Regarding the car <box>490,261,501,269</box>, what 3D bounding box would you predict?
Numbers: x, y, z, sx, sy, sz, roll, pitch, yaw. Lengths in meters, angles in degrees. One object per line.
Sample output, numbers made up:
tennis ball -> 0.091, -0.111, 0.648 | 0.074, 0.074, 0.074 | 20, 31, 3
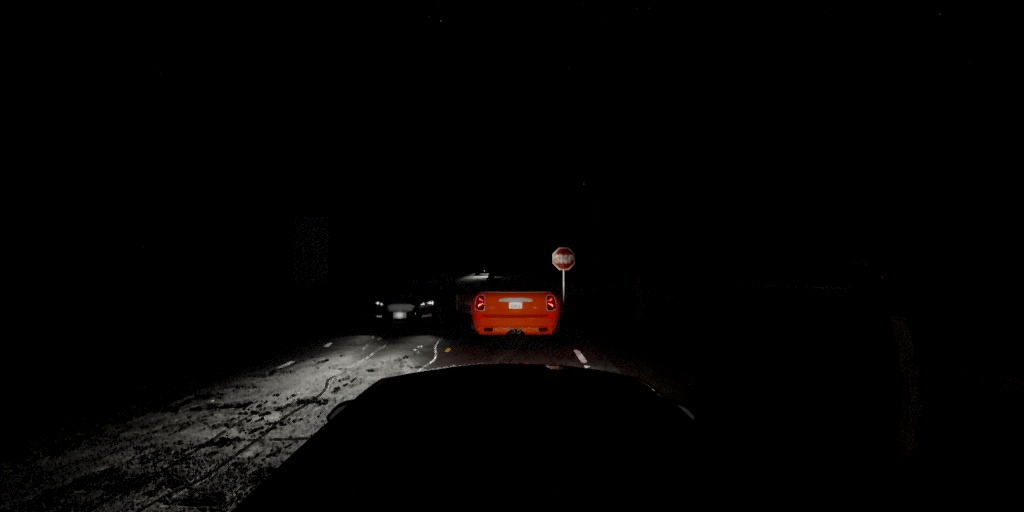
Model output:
car -> -2.926, 1.541, 63.968 | 1.812, 1.442, 4.674 | 0, -1, 0

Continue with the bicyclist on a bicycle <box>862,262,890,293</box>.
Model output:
bicyclist on a bicycle -> 19.882, 1.166, 19.560 | 0.582, 1.620, 1.656 | 0, 0, 0

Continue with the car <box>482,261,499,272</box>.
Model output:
car -> -2.926, 1.402, 50.167 | 2.128, 1.511, 4.902 | 0, 0, 0

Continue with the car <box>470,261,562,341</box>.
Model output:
car -> 0.081, 1.110, 10.015 | 2.097, 1.767, 4.553 | 0, 0, 0

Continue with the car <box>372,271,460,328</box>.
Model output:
car -> -2.869, 1.252, 11.601 | 2.128, 1.511, 4.902 | 0, 0, 0

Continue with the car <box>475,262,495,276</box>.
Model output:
car -> -2.915, 1.405, 39.600 | 1.994, 1.385, 4.181 | 0, 0, -1
